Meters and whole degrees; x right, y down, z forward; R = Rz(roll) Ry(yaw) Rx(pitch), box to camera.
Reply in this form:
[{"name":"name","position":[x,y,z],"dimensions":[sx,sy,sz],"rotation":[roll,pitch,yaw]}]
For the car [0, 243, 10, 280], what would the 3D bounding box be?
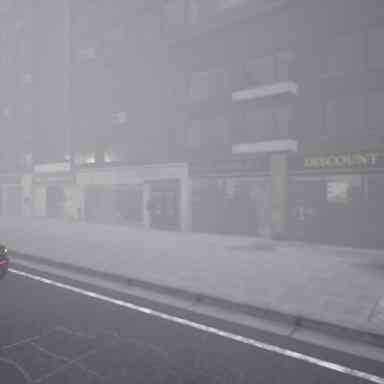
[{"name":"car","position":[-6.346,1.472,8.357],"dimensions":[4.674,1.442,1.812],"rotation":[0,0,36]}]
